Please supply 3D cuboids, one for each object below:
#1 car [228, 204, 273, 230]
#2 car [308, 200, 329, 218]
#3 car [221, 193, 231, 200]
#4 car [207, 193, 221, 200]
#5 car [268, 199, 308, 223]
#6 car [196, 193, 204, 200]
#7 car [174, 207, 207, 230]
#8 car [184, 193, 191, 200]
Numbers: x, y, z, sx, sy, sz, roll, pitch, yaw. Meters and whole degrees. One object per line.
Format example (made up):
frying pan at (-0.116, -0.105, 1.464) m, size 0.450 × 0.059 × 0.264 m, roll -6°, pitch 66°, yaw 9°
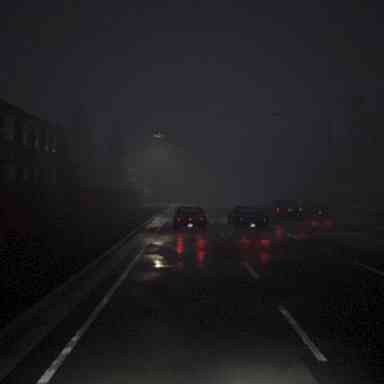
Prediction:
car at (3.362, 1.553, 20.825) m, size 1.895 × 1.301 × 4.718 m, roll 0°, pitch 0°, yaw -1°
car at (10.240, 1.426, 29.039) m, size 2.128 × 1.511 × 4.902 m, roll 0°, pitch 0°, yaw -1°
car at (9.247, 1.346, 89.216) m, size 1.994 × 1.385 × 4.181 m, roll 0°, pitch 0°, yaw -1°
car at (5.753, 1.335, 88.781) m, size 2.033 × 1.411 × 5.357 m, roll 0°, pitch 0°, yaw -1°
car at (6.795, 1.293, 25.346) m, size 2.097 × 1.767 × 4.553 m, roll 0°, pitch 0°, yaw -1°
car at (2.254, 1.295, 88.729) m, size 1.837 × 1.490 × 4.892 m, roll 0°, pitch 0°, yaw -1°
car at (-0.138, 1.553, 20.800) m, size 1.895 × 1.301 × 4.718 m, roll 0°, pitch 0°, yaw -1°
car at (-1.252, 1.319, 89.093) m, size 1.812 × 1.442 × 4.674 m, roll 0°, pitch 0°, yaw -1°
